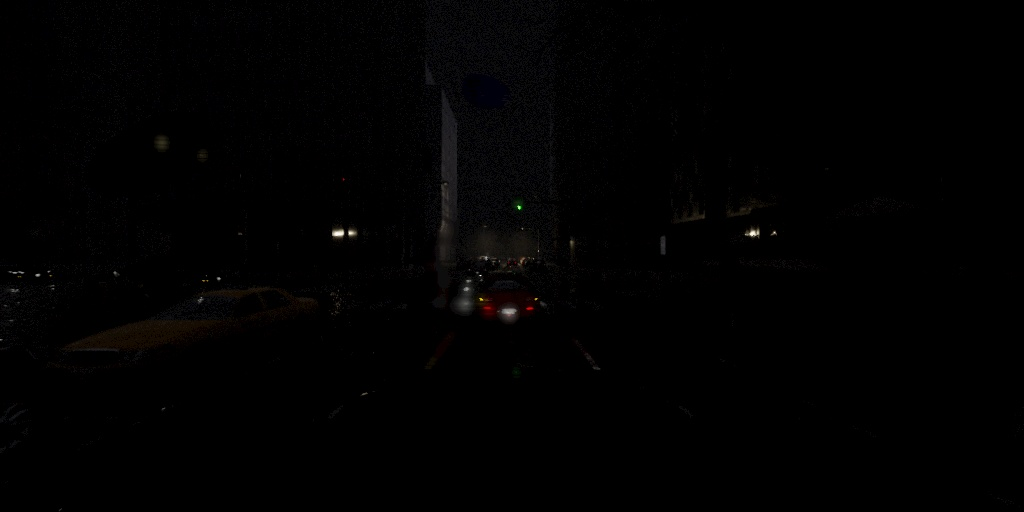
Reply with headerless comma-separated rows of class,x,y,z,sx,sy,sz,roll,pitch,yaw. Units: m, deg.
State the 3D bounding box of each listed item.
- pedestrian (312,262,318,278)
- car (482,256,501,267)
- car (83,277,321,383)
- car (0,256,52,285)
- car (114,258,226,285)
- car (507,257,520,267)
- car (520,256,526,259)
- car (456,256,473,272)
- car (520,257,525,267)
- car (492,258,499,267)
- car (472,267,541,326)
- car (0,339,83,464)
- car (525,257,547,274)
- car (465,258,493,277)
pedestrian,-13.761,0.975,25.083,0.500,1.100,0.500,0,-1,0
car,-3.020,1.137,54.268,2.128,1.511,4.902,0,0,1
car,-5.761,1.263,7.212,1.751,1.417,4.829,0,0,0
car,-27.317,0.711,18.825,4.892,1.490,1.837,1,0,0
car,-17.818,0.896,18.841,4.892,1.490,1.837,1,0,0
car,0.015,1.228,65.342,1.895,1.301,4.718,0,0,0
car,2.777,1.179,61.100,1.888,1.381,4.507,0,0,0
car,-5.752,0.978,44.790,2.192,1.841,5.009,0,0,0
car,2.776,1.194,55.662,2.007,1.370,4.403,0,0,0
car,-3.075,1.228,44.163,1.994,1.385,4.181,0,0,0
car,-0.229,1.257,11.456,1.812,1.442,4.674,0,0,-4
car,-5.762,1.189,1.925,1.967,1.591,4.097,0,0,0
car,2.772,1.113,39.350,1.967,1.591,4.097,0,0,0
car,-3.091,1.209,34.195,1.812,1.442,4.674,0,0,0
